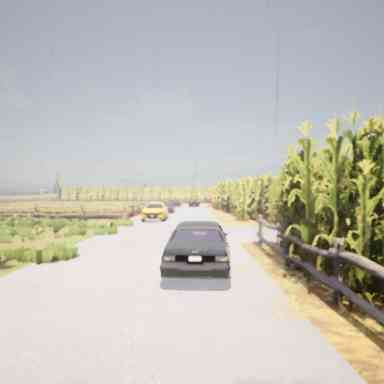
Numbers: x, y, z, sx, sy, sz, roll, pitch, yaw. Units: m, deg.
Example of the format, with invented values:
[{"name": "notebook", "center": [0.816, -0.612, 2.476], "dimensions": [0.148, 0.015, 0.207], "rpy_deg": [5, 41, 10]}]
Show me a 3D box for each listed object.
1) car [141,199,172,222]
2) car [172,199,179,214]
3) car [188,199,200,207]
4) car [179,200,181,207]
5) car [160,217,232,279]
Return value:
[{"name": "car", "center": [-3.046, 1.595, 27.871], "dimensions": [1.882, 1.535, 5.008], "rpy_deg": [0, 0, 0]}, {"name": "car", "center": [-2.982, 1.709, 38.645], "dimensions": [2.033, 1.411, 5.357], "rpy_deg": [0, 0, 0]}, {"name": "car", "center": [0.318, 1.838, 56.497], "dimensions": [1.895, 1.301, 4.718], "rpy_deg": [0, 0, 0]}, {"name": "car", "center": [-2.814, 1.793, 54.374], "dimensions": [1.994, 1.385, 4.181], "rpy_deg": [0, 0, 1]}, {"name": "car", "center": [0.229, 1.591, 10.168], "dimensions": [2.033, 1.411, 5.357], "rpy_deg": [0, 0, 4]}]
